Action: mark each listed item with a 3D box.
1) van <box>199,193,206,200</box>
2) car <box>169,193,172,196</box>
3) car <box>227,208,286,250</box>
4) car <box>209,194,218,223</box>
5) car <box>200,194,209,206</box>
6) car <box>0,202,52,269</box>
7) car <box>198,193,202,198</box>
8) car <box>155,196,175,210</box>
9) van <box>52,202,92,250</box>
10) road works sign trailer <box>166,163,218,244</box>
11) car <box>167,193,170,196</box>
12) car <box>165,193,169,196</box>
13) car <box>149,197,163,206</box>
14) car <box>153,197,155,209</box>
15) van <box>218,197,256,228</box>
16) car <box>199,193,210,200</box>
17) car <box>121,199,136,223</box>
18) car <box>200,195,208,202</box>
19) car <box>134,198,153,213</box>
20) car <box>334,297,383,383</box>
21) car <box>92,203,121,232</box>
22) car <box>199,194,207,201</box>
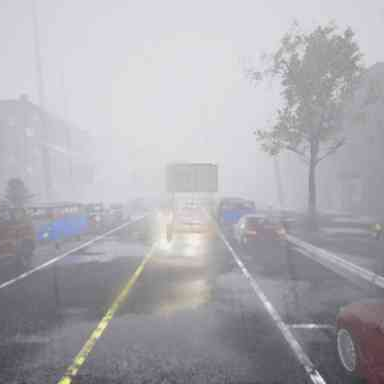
[{"bbox_3d":[2.675,1.146,85.902,1.690,1.788,3.998,-1,0,0],"label":"van"},{"bbox_3d":[-5.705,1.134,80.351,2.192,1.841,5.009,-1,0,0],"label":"car"},{"bbox_3d":[2.686,1.552,13.775,1.802,1.307,4.206,-1,0,0],"label":"car"},{"bbox_3d":[2.683,1.260,24.871,2.192,1.841,5.009,-1,0,0],"label":"car"},{"bbox_3d":[2.682,1.448,52.613,1.947,1.339,4.313,-1,0,0],"label":"car"},{"bbox_3d":[-5.696,1.297,8.223,2.192,1.841,5.009,-1,0,0],"label":"car"},{"bbox_3d":[2.678,1.172,63.709,2.192,1.841,5.009,-1,0,0],"label":"car"},{"bbox_3d":[-3.093,1.510,40.898,1.895,1.301,4.718,0,0,0],"label":"car"},{"bbox_3d":[-5.697,1.311,13.771,1.690,1.788,3.998,-1,0,0],"label":"van"},{"bbox_3d":[0.009,0.430,15.600,2.380,3.560,2.880,0,0,0],"label":"road works sign trailer"},{"bbox_3d":[-5.700,1.439,63.707,1.802,1.307,4.206,-1,0,0],"label":"car"},{"bbox_3d":[-5.700,1.421,58.158,2.008,1.369,4.403,-1,0,0],"label":"car"},{"bbox_3d":[-5.699,1.464,52.610,1.802,1.307,4.206,-1,0,0],"label":"car"},{"bbox_3d":[-5.698,1.452,41.513,1.887,1.381,4.507,-1,0,0],"label":"car"},{"bbox_3d":[2.683,1.298,19.322,1.690,1.788,3.998,-1,0,0],"label":"van"},{"bbox_3d":[2.681,1.394,58.330,1.752,1.417,4.829,-1,0,0],"label":"car"},{"bbox_3d":[-5.696,1.490,24.868,1.887,1.381,4.507,-1,0,0],"label":"car"},{"bbox_3d":[2.679,1.413,74.806,1.802,1.307,4.206,-1,0,0],"label":"car"},{"bbox_3d":[-5.698,1.360,35.964,1.967,1.590,4.097,-1,0,0],"label":"car"},{"bbox_3d":[2.688,1.576,2.678,1.802,1.307,4.206,-1,0,0],"label":"car"},{"bbox_3d":[-5.696,1.398,19.320,1.967,1.590,4.097,-1,0,0],"label":"car"},{"bbox_3d":[2.678,1.343,80.524,1.752,1.417,4.829,-1,0,0],"label":"car"}]
